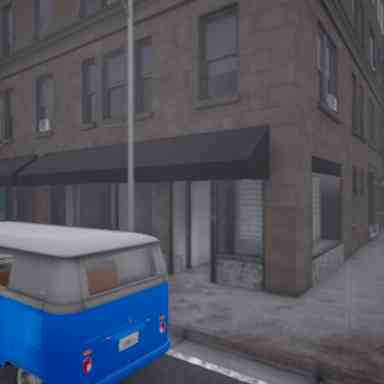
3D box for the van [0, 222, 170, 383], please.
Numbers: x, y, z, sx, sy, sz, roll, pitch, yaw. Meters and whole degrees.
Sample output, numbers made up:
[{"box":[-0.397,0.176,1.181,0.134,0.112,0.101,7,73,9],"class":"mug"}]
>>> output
[{"box":[-2.185,1.371,4.637,3.998,1.788,1.690,0,0,36],"class":"van"}]
